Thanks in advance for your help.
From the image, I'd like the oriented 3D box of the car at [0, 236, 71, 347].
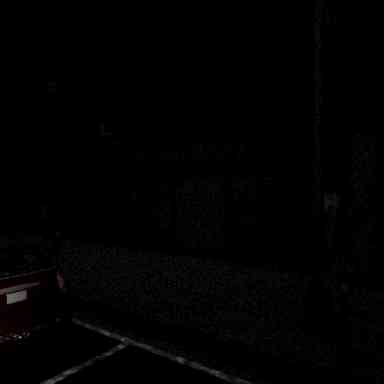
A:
[{"bbox_3d":[-3.933,1.438,5.613,4.097,1.590,1.967,0,0,35],"label":"car"}]
